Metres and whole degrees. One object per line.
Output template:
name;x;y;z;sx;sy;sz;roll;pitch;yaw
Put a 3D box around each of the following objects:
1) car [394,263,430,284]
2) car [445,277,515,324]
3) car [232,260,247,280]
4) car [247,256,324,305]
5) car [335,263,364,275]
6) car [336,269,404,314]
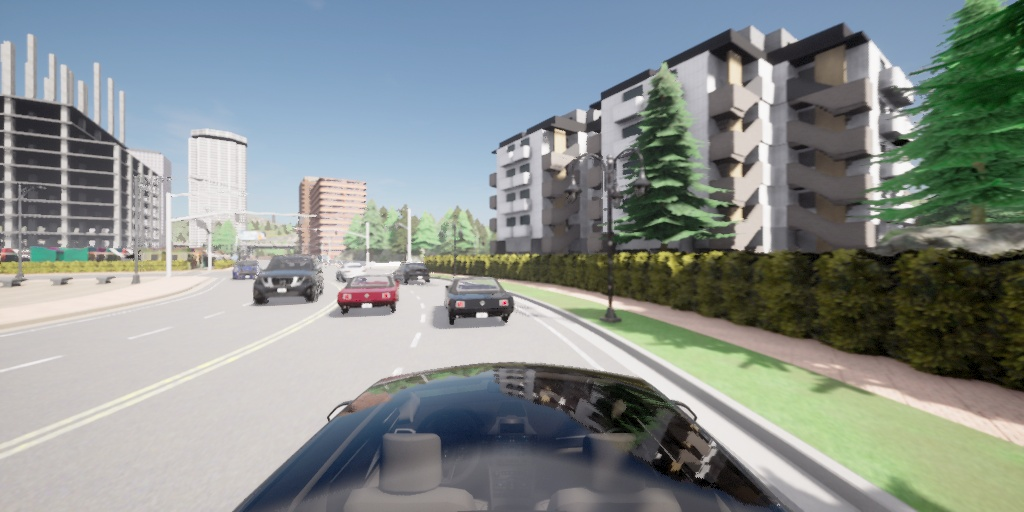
car;-7.704;1.270;27.377;1.837;1.490;4.892;0;0;-30
car;-1.294;1.348;12.089;1.895;1.301;4.718;0;0;-12
car;-23.782;1.191;32.335;2.097;1.767;4.553;0;0;-35
car;-10.170;1.008;16.766;2.150;2.045;5.566;0;0;-23
car;-13.204;1.316;29.493;1.812;1.442;4.674;0;0;-33
car;-5.406;1.367;14.052;1.895;1.301;4.718;0;0;-15
